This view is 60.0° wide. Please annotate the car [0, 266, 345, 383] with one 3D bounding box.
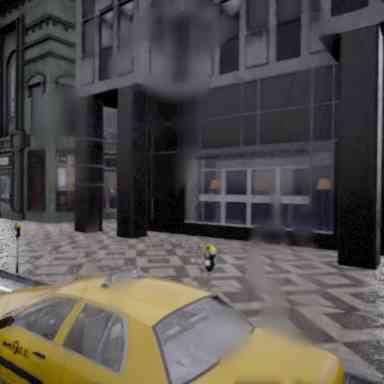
[{"bbox_3d":[-0.939,1.503,3.633,4.829,1.417,1.752,1,1,36],"label":"car"}]
